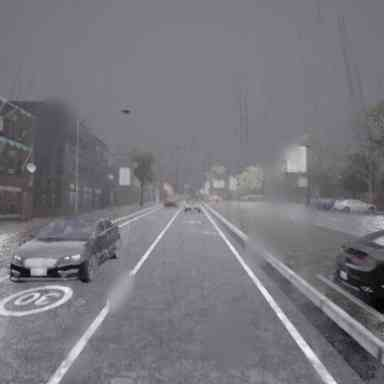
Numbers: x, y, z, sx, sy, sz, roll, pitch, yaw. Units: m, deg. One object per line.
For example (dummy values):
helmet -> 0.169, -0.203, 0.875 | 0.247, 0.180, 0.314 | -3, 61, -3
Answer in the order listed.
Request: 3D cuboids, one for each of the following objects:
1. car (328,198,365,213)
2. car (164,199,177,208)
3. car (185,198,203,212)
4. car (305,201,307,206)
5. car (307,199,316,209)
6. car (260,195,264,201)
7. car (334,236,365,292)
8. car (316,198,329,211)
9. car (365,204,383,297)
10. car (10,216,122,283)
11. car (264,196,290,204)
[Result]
car -> 18.673, 1.622, 38.205 | 4.674, 1.452, 2.002 | 0, 0, 0
car -> -3.360, 1.792, 52.185 | 1.895, 1.301, 4.718 | 0, 0, 0
car -> 0.073, 1.746, 41.856 | 1.895, 1.301, 4.718 | 0, 0, 0
car -> 18.673, 1.662, 47.903 | 4.674, 1.452, 2.002 | 0, 0, 0
car -> 18.670, 1.610, 44.627 | 4.892, 1.521, 2.231 | 0, 0, 0
car -> 18.636, 1.779, 75.408 | 4.674, 1.452, 2.002 | 0, 0, 0
car -> 5.587, 1.468, 6.956 | 4.892, 1.521, 2.231 | 0, 0, 0
car -> 18.681, 1.595, 41.354 | 5.008, 1.535, 2.097 | 0, 0, 0
car -> 5.622, 1.215, 4.155 | 5.566, 2.045, 2.435 | 0, 0, 0
car -> -3.356, 1.492, 9.737 | 2.128, 1.511, 4.902 | 0, 0, 0
car -> 18.709, 1.598, 72.239 | 4.553, 1.767, 2.185 | 0, 0, 0
